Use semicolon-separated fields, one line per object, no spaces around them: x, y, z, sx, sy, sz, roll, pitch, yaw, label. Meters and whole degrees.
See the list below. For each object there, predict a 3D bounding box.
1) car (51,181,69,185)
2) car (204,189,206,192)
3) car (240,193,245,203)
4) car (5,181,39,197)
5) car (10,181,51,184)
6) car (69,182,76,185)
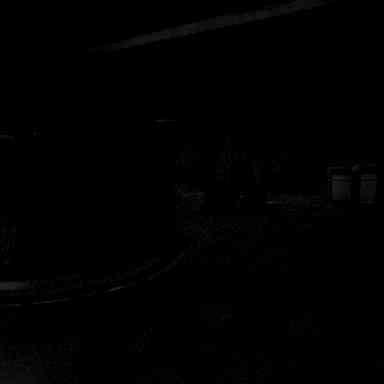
-26.788;-1.260;65.469;3.866;1.878;1.905;2;2;35;car
4.875;-0.314;65.613;5.027;1.636;2.152;2;2;35;car
7.601;0.649;40.988;1.812;1.442;4.674;2;2;36;car
-21.776;-0.468;42.440;4.605;1.855;1.932;2;2;35;car
-17.244;-0.181;35.223;3.866;1.878;1.905;2;2;35;car
-25.450;-1.285;68.081;4.605;1.855;1.932;2;2;35;car
